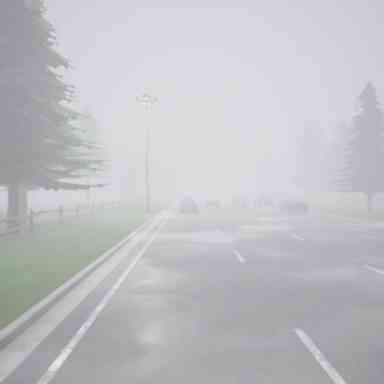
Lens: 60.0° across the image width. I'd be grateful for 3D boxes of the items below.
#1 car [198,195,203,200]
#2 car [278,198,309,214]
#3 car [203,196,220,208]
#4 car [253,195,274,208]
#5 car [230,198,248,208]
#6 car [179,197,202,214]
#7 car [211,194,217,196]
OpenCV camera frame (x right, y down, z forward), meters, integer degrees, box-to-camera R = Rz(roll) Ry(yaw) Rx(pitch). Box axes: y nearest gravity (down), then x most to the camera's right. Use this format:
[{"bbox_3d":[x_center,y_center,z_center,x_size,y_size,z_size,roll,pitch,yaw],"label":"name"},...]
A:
[{"bbox_3d":[2.328,1.506,89.501,1.994,1.385,4.181,-1,0,-1],"label":"car"},{"bbox_3d":[10.174,1.358,33.663,1.882,1.535,5.008,-1,0,-1],"label":"car"},{"bbox_3d":[2.922,1.558,47.285,1.895,1.301,4.718,-1,0,0],"label":"car"},{"bbox_3d":[9.923,1.231,46.589,2.097,1.767,4.553,-1,0,0],"label":"car"},{"bbox_3d":[6.427,1.466,45.883,2.033,1.411,5.357,-1,0,0],"label":"car"},{"bbox_3d":[-0.342,1.559,35.526,1.994,1.385,4.181,-1,0,-2],"label":"car"},{"bbox_3d":[5.823,1.415,89.816,1.837,1.490,4.892,-1,0,-1],"label":"car"}]
